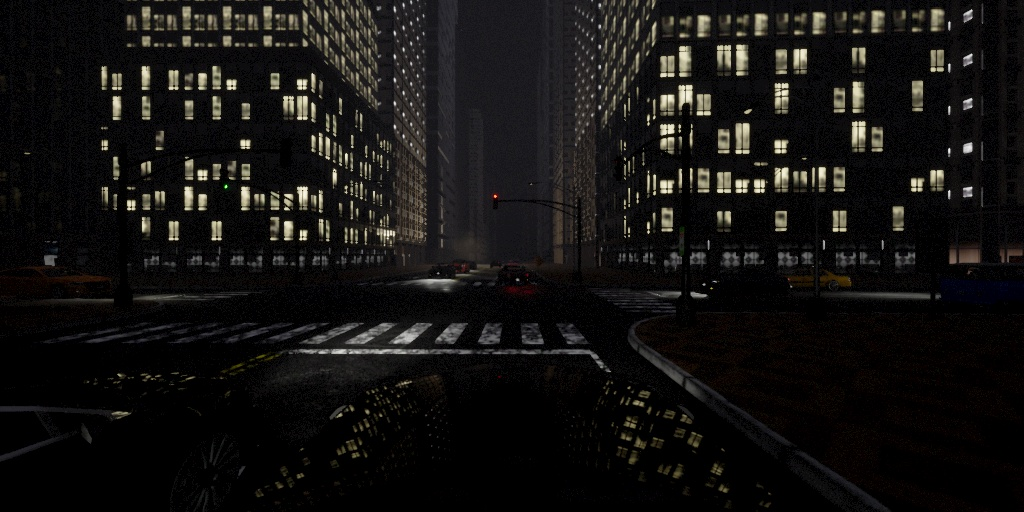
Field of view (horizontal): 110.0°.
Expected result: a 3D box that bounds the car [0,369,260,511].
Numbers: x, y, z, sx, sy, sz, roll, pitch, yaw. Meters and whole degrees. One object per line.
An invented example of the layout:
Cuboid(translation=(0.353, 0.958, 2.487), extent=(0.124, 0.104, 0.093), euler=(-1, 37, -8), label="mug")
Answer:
Cuboid(translation=(-3.155, 1.241, 1.188), extent=(2.128, 1.511, 4.902), euler=(0, 0, 0), label="car")

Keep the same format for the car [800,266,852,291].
Cuboid(translation=(17.181, 1.295, 21.319), extent=(4.829, 1.417, 1.751), euler=(0, 0, 2), label="car")

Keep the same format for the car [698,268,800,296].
Cuboid(translation=(12.184, 1.332, 18.926), extent=(4.181, 1.385, 1.994), euler=(0, 0, 2), label="car")

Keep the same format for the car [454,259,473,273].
Cuboid(translation=(-6.397, 1.154, 43.385), extent=(2.097, 1.767, 4.553), euler=(0, 0, 0), label="car")

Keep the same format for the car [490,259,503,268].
Cuboid(translation=(-2.847, 1.369, 63.817), extent=(1.837, 1.490, 4.892), euler=(0, 0, 0), label="car")

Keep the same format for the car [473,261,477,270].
Cuboid(translation=(-6.342, 1.378, 53.881), extent=(2.033, 1.411, 5.357), euler=(0, 0, 0), label="car")

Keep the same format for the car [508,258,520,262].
Cuboid(translation=(0.306, 1.468, 64.434), extent=(1.895, 1.301, 4.718), euler=(0, 0, 0), label="car")

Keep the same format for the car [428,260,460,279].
Cuboid(translation=(-6.446, 1.345, 33.388), extent=(1.994, 1.385, 4.181), euler=(0, 0, 0), label="car")

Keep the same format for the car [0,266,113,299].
Cuboid(translation=(-22.310, 1.237, 17.221), extent=(5.008, 1.535, 1.882), euler=(0, 0, 0), label="car")

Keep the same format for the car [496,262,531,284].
Cuboid(translation=(0.118, 1.371, 27.242), extent=(1.895, 1.301, 4.718), euler=(0, 0, -8), label="car")

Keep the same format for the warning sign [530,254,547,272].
Cuboid(translation=(3.042, 0.913, 41.376), extent=(1.300, 1.860, 1.060), euler=(0, 0, 0), label="warning sign")

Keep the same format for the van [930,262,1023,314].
Cuboid(translation=(18.412, 1.120, 13.141), extent=(3.998, 1.789, 1.690), euler=(0, 0, 2), label="van")
